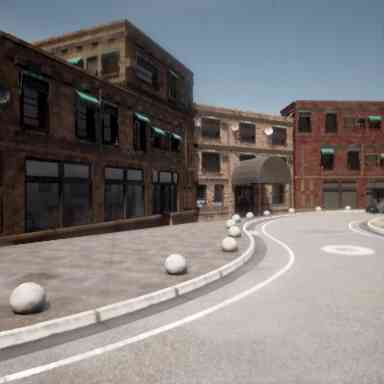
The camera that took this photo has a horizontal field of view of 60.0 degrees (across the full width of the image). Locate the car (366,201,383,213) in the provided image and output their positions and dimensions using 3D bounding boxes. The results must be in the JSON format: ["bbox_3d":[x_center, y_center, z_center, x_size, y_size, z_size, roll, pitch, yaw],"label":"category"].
[{"bbox_3d":[17.609,1.280,29.160,4.181,1.385,1.994,0,0,-8],"label":"car"}]
